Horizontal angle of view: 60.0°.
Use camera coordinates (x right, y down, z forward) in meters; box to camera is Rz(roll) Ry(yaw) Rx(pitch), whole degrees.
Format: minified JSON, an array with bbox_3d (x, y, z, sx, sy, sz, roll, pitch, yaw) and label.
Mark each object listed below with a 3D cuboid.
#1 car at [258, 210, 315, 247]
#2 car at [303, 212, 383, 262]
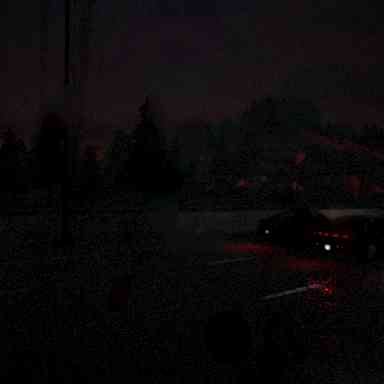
[{"bbox_3d":[5.435,1.618,15.967,5.008,1.535,1.882,0,0,-31],"label":"car"},{"bbox_3d":[6.698,1.638,12.642,4.892,1.490,1.837,0,0,-32],"label":"car"}]
